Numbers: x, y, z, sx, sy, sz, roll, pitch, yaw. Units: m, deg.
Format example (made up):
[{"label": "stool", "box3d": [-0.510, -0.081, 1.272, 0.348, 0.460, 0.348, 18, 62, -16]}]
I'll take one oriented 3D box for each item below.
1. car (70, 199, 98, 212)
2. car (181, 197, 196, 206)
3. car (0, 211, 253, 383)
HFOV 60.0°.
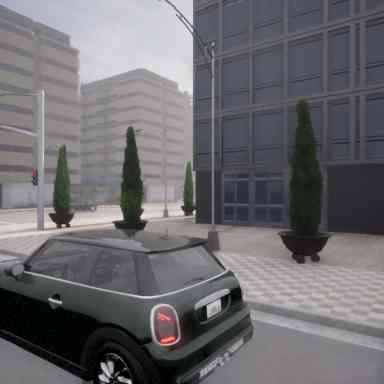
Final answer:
[{"label": "car", "box3d": [-12.959, 1.560, 37.595, 1.837, 1.490, 4.892, 0, 0, 35]}, {"label": "car", "box3d": [0.113, 1.581, 56.057, 1.812, 1.442, 4.674, 0, 0, 36]}, {"label": "car", "box3d": [-1.477, 1.352, 5.047, 4.553, 1.767, 2.097, 0, 0, 35]}]
